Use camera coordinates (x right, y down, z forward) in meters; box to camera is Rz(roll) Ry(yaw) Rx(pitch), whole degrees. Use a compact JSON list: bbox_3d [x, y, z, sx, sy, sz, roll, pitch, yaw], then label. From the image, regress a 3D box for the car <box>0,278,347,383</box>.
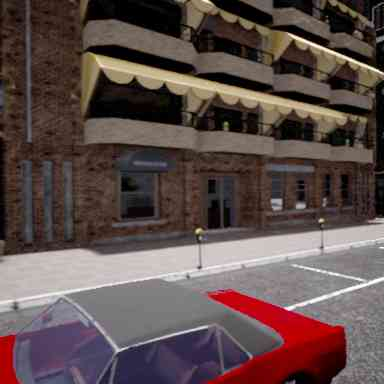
[{"bbox_3d":[-0.784,1.603,2.823,4.718,1.301,1.895,0,0,-36],"label":"car"}]
